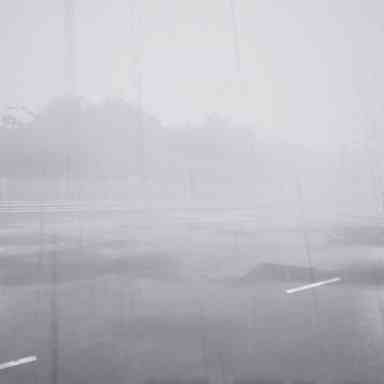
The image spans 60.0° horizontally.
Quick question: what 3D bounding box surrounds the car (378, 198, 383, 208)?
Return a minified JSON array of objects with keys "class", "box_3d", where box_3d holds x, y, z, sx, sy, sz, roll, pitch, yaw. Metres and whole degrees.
[{"class":"car","box_3d":[30.902,1.484,51.285,5.566,2.045,2.150,1,0,-36]}]
